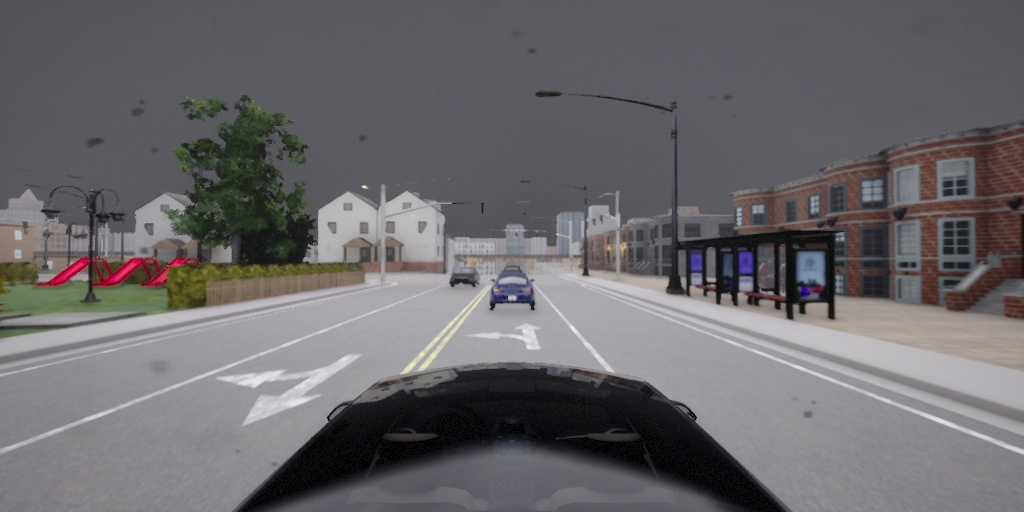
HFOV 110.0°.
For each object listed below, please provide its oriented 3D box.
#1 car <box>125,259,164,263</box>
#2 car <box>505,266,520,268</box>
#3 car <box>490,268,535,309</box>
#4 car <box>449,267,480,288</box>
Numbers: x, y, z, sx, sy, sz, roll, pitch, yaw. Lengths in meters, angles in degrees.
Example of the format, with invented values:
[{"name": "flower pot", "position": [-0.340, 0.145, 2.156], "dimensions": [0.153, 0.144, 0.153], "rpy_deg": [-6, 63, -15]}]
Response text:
[{"name": "car", "position": [-44.492, 1.406, 42.791], "dimensions": [5.566, 2.045, 2.150], "rpy_deg": [0, -1, 0]}, {"name": "car", "position": [0.040, 1.566, 30.341], "dimensions": [1.837, 1.490, 4.892], "rpy_deg": [0, 0, 0]}, {"name": "car", "position": [0.032, 1.426, 15.735], "dimensions": [1.812, 1.442, 4.674], "rpy_deg": [0, 0, 0]}, {"name": "car", "position": [-3.486, 1.574, 27.386], "dimensions": [2.033, 1.411, 5.357], "rpy_deg": [0, -1, 0]}]
